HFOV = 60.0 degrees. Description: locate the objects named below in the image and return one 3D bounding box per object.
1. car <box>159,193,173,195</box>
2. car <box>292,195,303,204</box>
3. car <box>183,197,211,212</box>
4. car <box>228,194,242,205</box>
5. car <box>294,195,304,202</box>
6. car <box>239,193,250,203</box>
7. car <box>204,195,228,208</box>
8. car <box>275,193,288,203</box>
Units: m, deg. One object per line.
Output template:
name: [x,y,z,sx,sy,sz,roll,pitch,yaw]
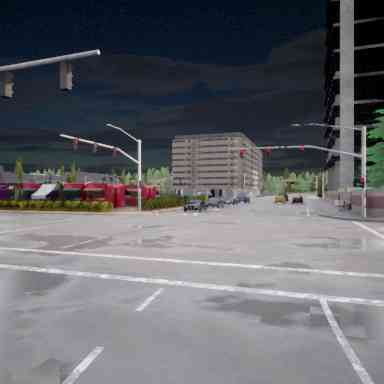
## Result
car: [-7.884,1.209,81.479,4.605,1.855,1.932,0,0,19]
car: [20.515,1.478,64.439,1.882,1.535,5.008,0,0,19]
car: [0.466,1.564,38.899,1.994,1.385,4.181,0,0,17]
car: [6.707,1.492,57.046,2.128,1.511,4.902,0,0,19]
car: [24.818,1.525,77.347,2.128,1.511,4.902,0,0,19]
car: [10.202,1.222,67.083,2.150,2.045,5.566,0,0,20]
car: [3.347,1.505,47.250,1.837,1.490,4.892,0,0,19]
car: [18.304,1.478,69.013,1.882,1.535,5.008,0,0,19]
